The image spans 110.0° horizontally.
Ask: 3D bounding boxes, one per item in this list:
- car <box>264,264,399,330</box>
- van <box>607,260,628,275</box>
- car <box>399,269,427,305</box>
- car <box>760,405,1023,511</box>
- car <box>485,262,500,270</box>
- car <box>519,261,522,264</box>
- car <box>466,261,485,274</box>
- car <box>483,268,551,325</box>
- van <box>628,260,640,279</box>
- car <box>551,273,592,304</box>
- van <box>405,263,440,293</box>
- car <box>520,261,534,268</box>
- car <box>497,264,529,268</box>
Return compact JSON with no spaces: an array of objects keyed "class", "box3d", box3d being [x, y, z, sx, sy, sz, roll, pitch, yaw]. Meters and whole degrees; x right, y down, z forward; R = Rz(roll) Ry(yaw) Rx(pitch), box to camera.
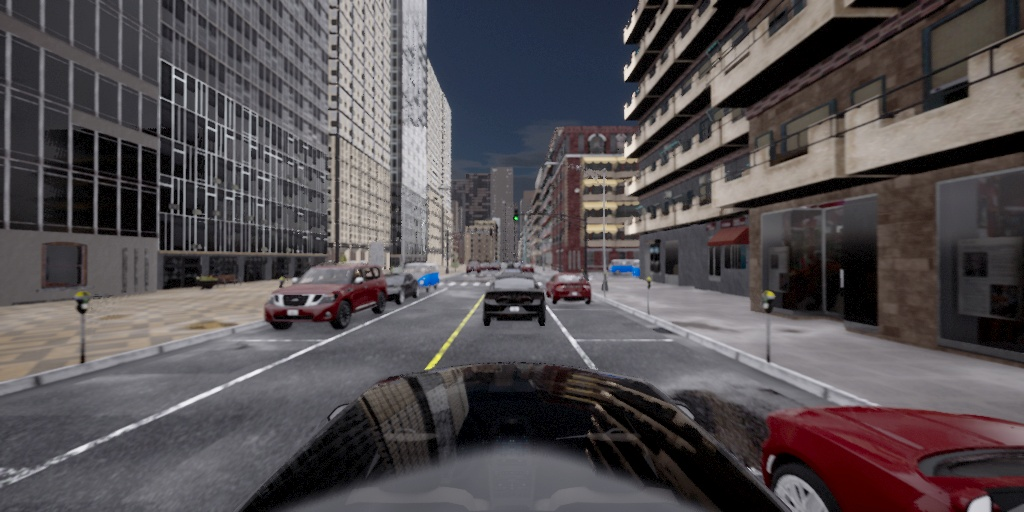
[{"class":"car","box3d":[-5.719,1.186,11.851,2.192,1.841,5.009,0,0,0]},{"class":"van","box3d":[13.600,1.364,42.917,3.998,1.789,1.690,0,0,-1]},{"class":"car","box3d":[-5.736,1.504,17.374,1.948,1.339,4.313,0,0,0]},{"class":"car","box3d":[2.694,1.284,0.831,1.888,1.381,4.507,0,0,0]},{"class":"car","box3d":[-3.222,1.894,65.082,2.097,1.767,4.553,0,-1,0]},{"class":"car","box3d":[2.515,2.031,60.834,1.888,1.381,4.507,0,0,0]},{"class":"car","box3d":[-5.849,1.730,55.283,2.192,1.841,5.009,0,0,0]},{"class":"car","box3d":[0.070,1.355,12.440,1.882,1.535,5.008,0,-1,0]},{"class":"van","box3d":[13.647,1.300,34.537,3.998,1.789,1.690,0,0,-1]},{"class":"car","box3d":[2.644,1.483,17.398,1.888,1.381,4.507,0,0,0]},{"class":"van","box3d":[-5.752,1.346,22.896,1.690,1.789,3.998,0,0,0]},{"class":"car","box3d":[2.531,1.960,55.307,1.888,1.381,4.507,0,0,0]},{"class":"car","box3d":[0.021,1.631,29.222,2.033,1.411,5.357,0,-1,0]}]
